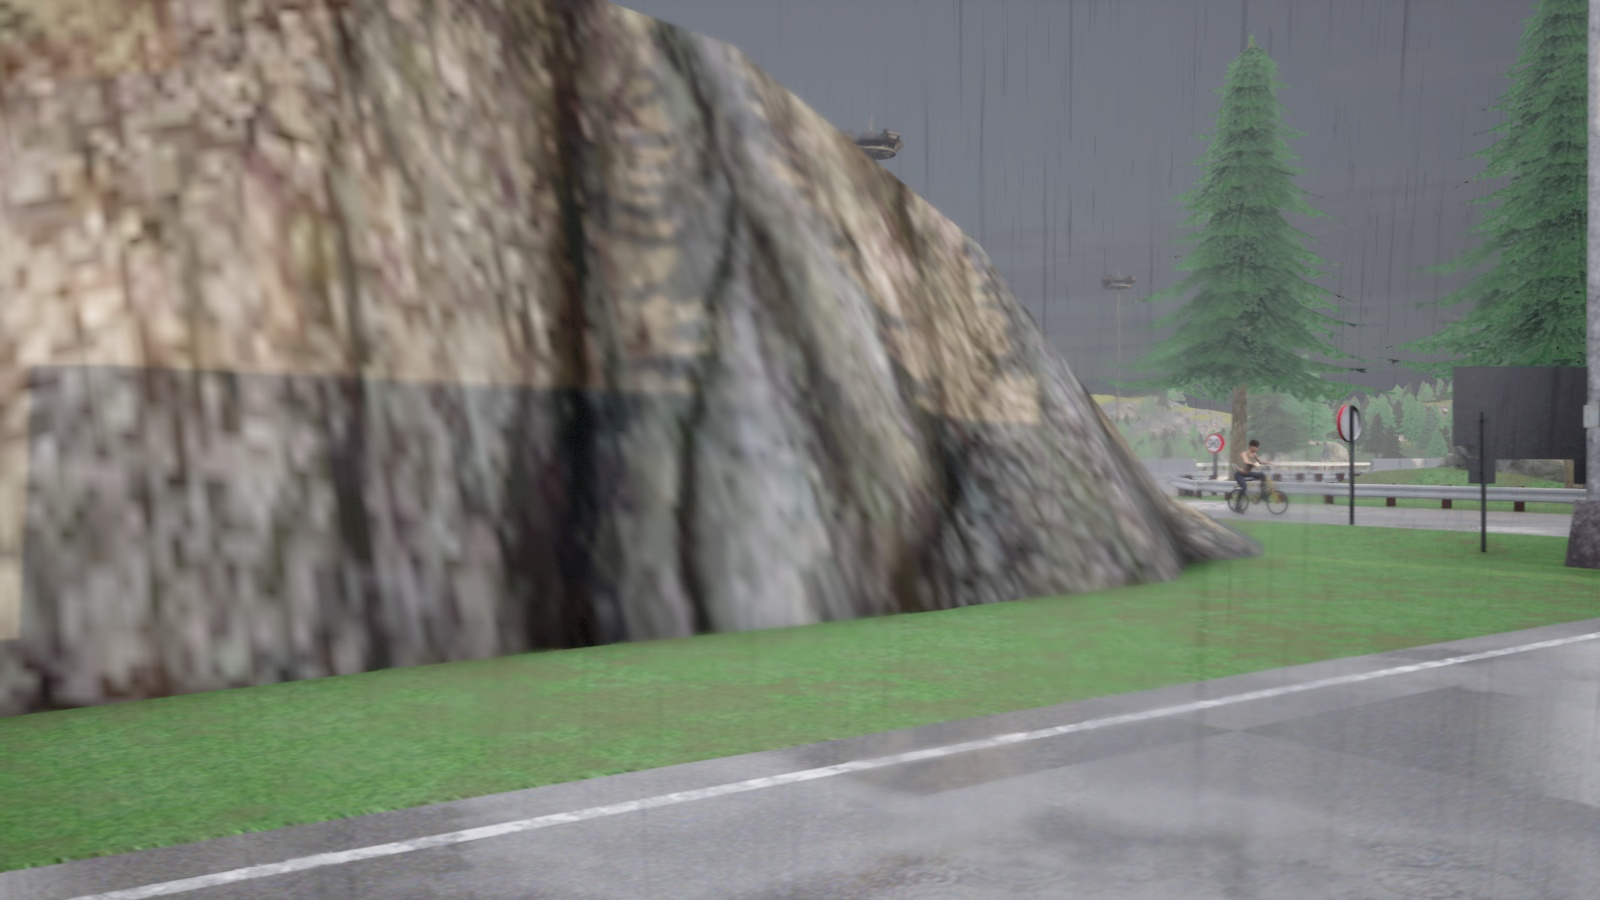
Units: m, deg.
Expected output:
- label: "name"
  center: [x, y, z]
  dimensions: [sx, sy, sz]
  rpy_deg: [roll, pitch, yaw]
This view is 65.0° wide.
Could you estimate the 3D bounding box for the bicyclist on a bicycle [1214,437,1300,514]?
- label: "bicyclist on a bicycle"
  center: [9.828, 0.535, 27.041]
  dimensions: [0.866, 1.612, 1.509]
  rpy_deg: [0, 0, -35]
